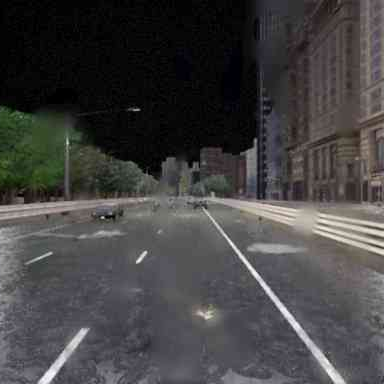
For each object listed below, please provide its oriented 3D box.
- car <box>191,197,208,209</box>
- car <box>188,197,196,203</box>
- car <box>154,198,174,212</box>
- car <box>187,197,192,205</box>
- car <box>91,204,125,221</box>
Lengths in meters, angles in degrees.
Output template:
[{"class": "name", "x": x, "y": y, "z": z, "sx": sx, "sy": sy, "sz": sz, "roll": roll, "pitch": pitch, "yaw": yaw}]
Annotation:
[{"class": "car", "x": 1.220, "y": 1.699, "z": 48.378, "sx": 1.837, "sy": 1.490, "sz": 4.892, "roll": 0, "pitch": 0, "yaw": 0}, {"class": "car", "x": -0.007, "y": 1.971, "z": 83.206, "sx": 1.994, "sy": 1.385, "sz": 4.181, "roll": 0, "pitch": -1, "yaw": 0}, {"class": "car", "x": -3.403, "y": 1.498, "z": 40.983, "sx": 2.097, "sy": 1.767, "sz": 4.553, "roll": 0, "pitch": 0, "yaw": 0}, {"class": "car", "x": -0.004, "y": 1.958, "z": 66.772, "sx": 1.994, "sy": 1.385, "sz": 4.181, "roll": 0, "pitch": -1, "yaw": 0}, {"class": "car", "x": -6.909, "y": 1.693, "z": 27.952, "sx": 1.895, "sy": 1.301, "sz": 4.718, "roll": 0, "pitch": 0, "yaw": 0}]
